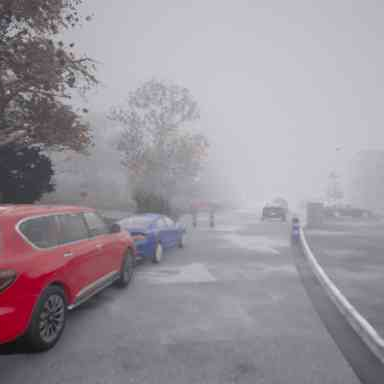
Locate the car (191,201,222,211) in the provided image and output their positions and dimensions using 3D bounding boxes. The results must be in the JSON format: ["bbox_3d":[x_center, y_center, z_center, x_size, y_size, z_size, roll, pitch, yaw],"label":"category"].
[{"bbox_3d":[2.376,2.194,54.055,4.792,1.488,2.163,-1,-1,-5],"label":"car"}]

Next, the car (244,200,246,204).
[{"bbox_3d":[10.116,2.752,82.472,4.674,1.452,2.002,-1,-2,-5],"label":"car"}]

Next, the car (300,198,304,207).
[{"bbox_3d":[21.144,2.218,55.073,4.892,1.521,2.231,1,-1,-5],"label":"car"}]

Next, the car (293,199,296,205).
[{"bbox_3d":[27.318,2.409,77.729,5.566,2.045,2.435,1,-1,-5],"label":"car"}]

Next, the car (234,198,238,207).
[{"bbox_3d":[6.268,2.424,68.264,4.892,1.521,2.231,-1,-1,-5],"label":"car"}]

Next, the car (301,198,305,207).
[{"bbox_3d":[20.339,2.195,52.238,4.792,1.488,2.163,1,-1,-5],"label":"car"}]

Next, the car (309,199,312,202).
[{"bbox_3d":[17.297,2.004,40.917,4.674,1.452,2.002,1,-1,-5],"label":"car"}]

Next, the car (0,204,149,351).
[{"bbox_3d":[-2.835,1.244,6.473,2.435,2.045,5.566,0,0,8],"label":"car"}]

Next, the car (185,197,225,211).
[{"bbox_3d":[1.658,1.862,51.232,5.566,2.045,2.435,-1,-1,-5],"label":"car"}]

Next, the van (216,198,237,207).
[{"bbox_3d":[7.685,2.310,73.941,4.442,1.987,1.878,0,-1,-5],"label":"van"}]

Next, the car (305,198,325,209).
[{"bbox_3d":[18.247,2.015,43.772,5.366,1.575,1.946,1,-1,-5],"label":"car"}]

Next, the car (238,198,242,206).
[{"bbox_3d":[7.217,2.474,71.125,5.366,1.575,1.946,-1,-2,-5],"label":"car"}]

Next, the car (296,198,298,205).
[{"bbox_3d":[24.206,2.428,66.400,5.008,1.535,2.097,1,-1,-5],"label":"car"}]

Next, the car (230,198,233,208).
[{"bbox_3d":[4.689,2.348,62.580,4.792,1.488,2.163,-1,-1,-5],"label":"car"}]

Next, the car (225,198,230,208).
[{"bbox_3d":[3.975,2.140,59.749,4.553,1.767,2.185,-1,-1,-5],"label":"car"}]

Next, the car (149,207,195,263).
[{"bbox_3d":[-1.615,1.530,12.341,2.097,1.535,5.008,0,0,14],"label":"car"}]

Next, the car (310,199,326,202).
[{"bbox_3d":[16.533,1.915,38.086,4.892,1.521,2.231,1,-1,-5],"label":"car"}]

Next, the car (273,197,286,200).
[{"bbox_3d":[12.423,1.798,47.111,2.150,2.045,5.566,0,-1,15],"label":"car"}]

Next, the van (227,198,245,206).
[{"bbox_3d":[11.542,2.611,88.143,4.442,1.987,1.878,0,-1,-5],"label":"van"}]

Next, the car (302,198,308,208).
[{"bbox_3d":[19.610,2.117,49.406,4.892,1.521,2.231,1,-1,-5],"label":"car"}]

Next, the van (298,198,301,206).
[{"bbox_3d":[23.332,2.145,63.556,4.442,1.987,1.878,1,-1,-5],"label":"van"}]

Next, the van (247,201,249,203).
[{"bbox_3d":[12.546,2.674,91.012,4.442,1.987,1.878,0,-2,-5],"label":"van"}]

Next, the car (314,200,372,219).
[{"bbox_3d":[14.988,1.814,32.431,4.892,1.521,2.231,1,-1,-5],"label":"car"}]

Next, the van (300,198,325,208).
[{"bbox_3d":[25.099,2.261,69.246,4.442,1.987,1.878,1,-1,-5],"label":"van"}]

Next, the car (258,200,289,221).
[{"bbox_3d":[7.354,1.689,29.587,1.882,1.535,5.008,0,-1,18],"label":"car"}]
